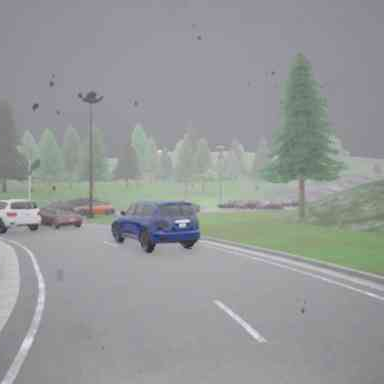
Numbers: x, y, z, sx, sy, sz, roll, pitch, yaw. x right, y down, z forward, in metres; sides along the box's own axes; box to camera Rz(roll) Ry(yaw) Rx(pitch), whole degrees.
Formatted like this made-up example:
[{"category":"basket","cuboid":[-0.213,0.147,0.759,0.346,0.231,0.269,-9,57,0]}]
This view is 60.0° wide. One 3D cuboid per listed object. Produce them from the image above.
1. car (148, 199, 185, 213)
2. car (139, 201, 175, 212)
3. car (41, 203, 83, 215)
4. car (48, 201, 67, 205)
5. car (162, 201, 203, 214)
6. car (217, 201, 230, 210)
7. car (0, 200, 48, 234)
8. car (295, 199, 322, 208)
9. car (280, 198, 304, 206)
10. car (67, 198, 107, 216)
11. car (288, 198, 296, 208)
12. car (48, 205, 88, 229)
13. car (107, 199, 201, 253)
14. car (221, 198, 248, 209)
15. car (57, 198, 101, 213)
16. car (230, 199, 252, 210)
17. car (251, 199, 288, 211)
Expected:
[{"category":"car","cuboid":[-3.518,1.894,45.376,4.553,1.767,2.097,0,-1,-30]},{"category":"car","cuboid":[-5.128,2.090,48.488,4.892,1.490,1.837,0,-1,-30]},{"category":"car","cuboid":[-16.349,2.146,41.889,4.718,1.301,1.895,0,-1,-30]},{"category":"car","cuboid":[-15.717,1.851,38.203,4.553,1.767,2.097,0,-1,-30]},{"category":"car","cuboid":[-1.197,1.995,42.680,4.902,1.511,2.128,0,-1,-30]},{"category":"car","cuboid":[6.486,2.225,55.313,4.718,1.301,1.895,0,-1,-30]},{"category":"car","cuboid":[-12.059,1.519,21.852,5.566,2.045,2.150,-1,-1,39]},{"category":"car","cuboid":[21.352,2.192,59.931,4.181,1.385,1.994,0,-1,-30]},{"category":"car","cuboid":[20.286,2.048,67.383,5.008,1.535,1.882,0,-1,-30]},{"category":"car","cuboid":[-10.983,1.820,36.927,4.553,1.767,2.097,0,-1,-30]},{"category":"car","cuboid":[18.877,2.144,62.531,5.008,1.535,1.882,0,-1,-30]},{"category":"car","cuboid":[-9.839,1.881,24.216,4.181,1.385,1.994,-1,-1,39]},{"category":"car","cuboid":[-1.797,1.405,15.063,2.150,2.045,5.566,0,-1,-32]},{"category":"car","cuboid":[7.683,2.028,60.062,4.553,1.767,2.097,0,-1,-30]},{"category":"car","cuboid":[-15.705,1.819,46.330,5.566,2.045,2.150,1,-1,-30]},{"category":"car","cuboid":[8.897,1.938,52.673,4.553,1.767,2.097,0,-1,-30]},{"category":"car","cuboid":[11.734,2.073,50.278,4.674,1.442,1.812,0,-1,-30]}]
